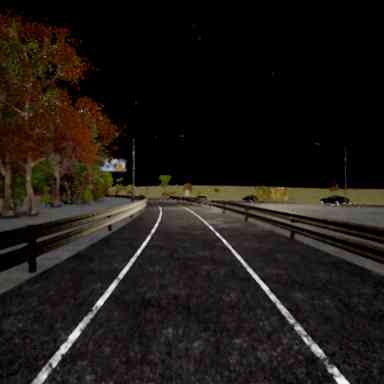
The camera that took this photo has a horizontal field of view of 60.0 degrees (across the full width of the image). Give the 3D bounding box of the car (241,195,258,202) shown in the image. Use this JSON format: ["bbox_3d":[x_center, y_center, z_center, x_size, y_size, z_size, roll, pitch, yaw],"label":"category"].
[{"bbox_3d":[12.841,1.515,74.158,1.837,1.490,4.892,0,0,-26],"label":"car"}]

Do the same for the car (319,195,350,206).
[{"bbox_3d":[22.796,1.285,53.420,1.882,1.535,5.008,0,0,-26],"label":"car"}]
